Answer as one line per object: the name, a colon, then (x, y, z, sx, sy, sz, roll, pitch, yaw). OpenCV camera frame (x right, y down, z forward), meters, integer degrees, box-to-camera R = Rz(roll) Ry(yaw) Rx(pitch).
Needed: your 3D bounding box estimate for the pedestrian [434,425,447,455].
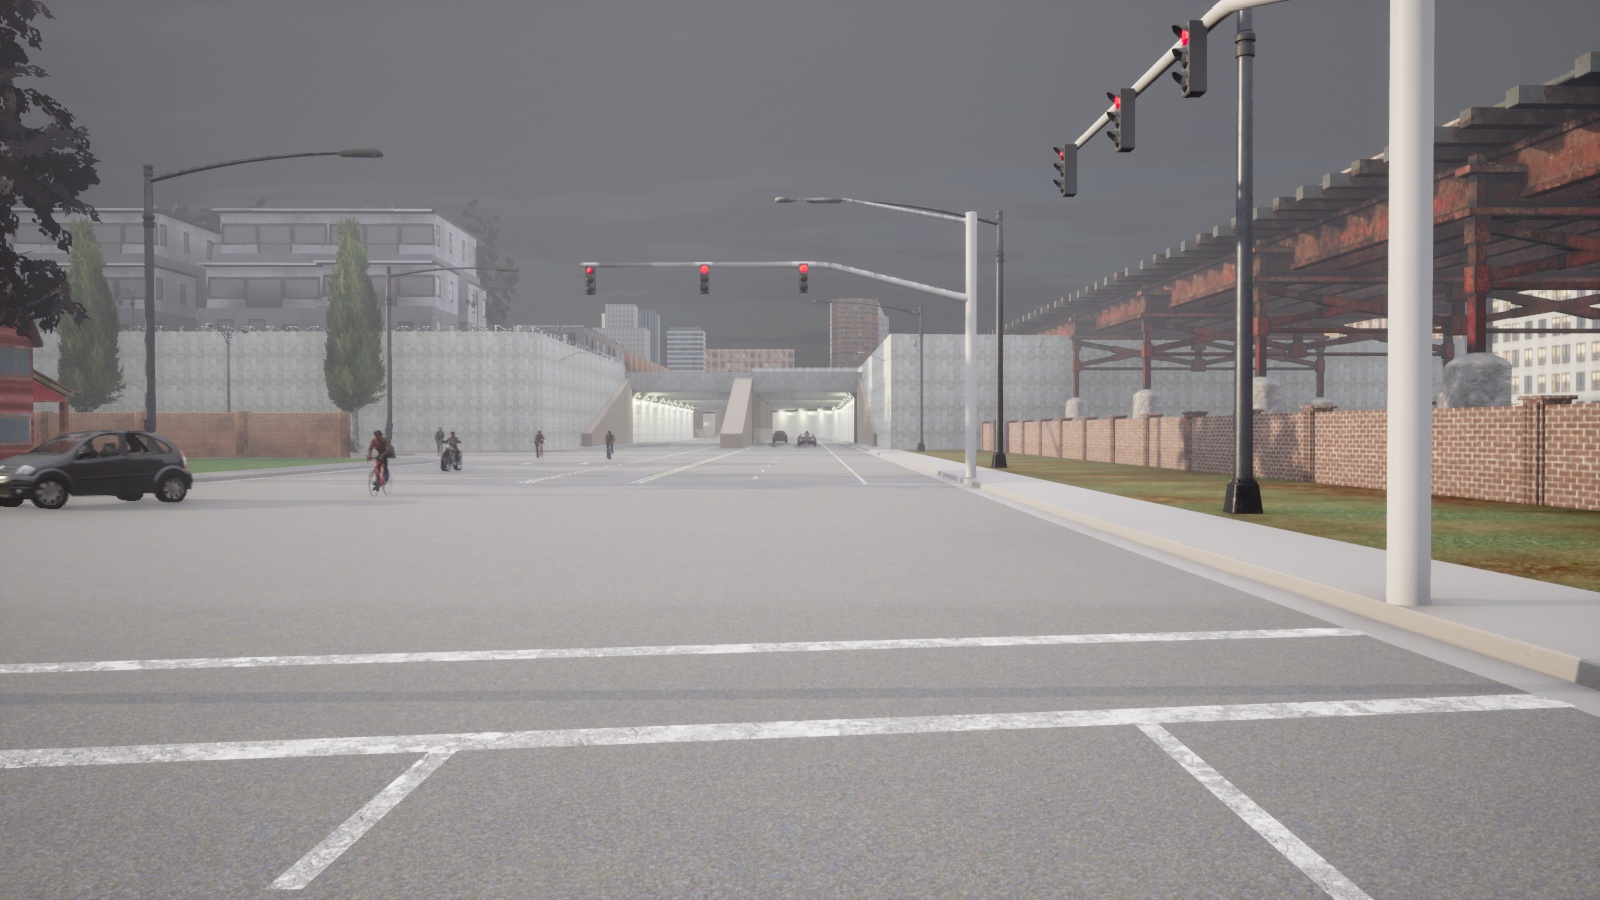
pedestrian: (-22.390, -0.630, 78.252, 0.563, 1.883, 0.849, -1, 1, -33)

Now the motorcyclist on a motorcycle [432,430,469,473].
motorcyclist on a motorcycle: (-13.711, 0.031, 49.314, 0.766, 1.649, 2.350, 0, 1, 0)

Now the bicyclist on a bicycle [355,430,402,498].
bicyclist on a bicycle: (-10.314, 0.323, 30.776, 0.582, 1.620, 1.656, 0, 1, 0)

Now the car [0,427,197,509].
car: (-15.304, 0.316, 26.873, 1.851, 1.617, 3.988, 1, 1, 29)
